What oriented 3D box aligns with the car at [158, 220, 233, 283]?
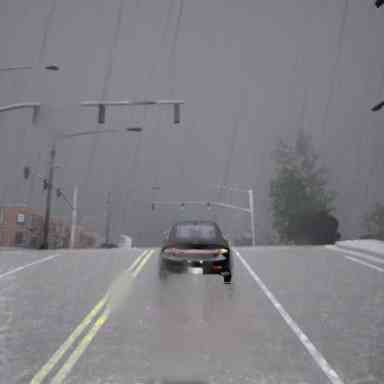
[{"bbox_3d":[0.101,1.597,9.968,2.128,1.511,4.902,0,-1,0],"label":"car"}]
